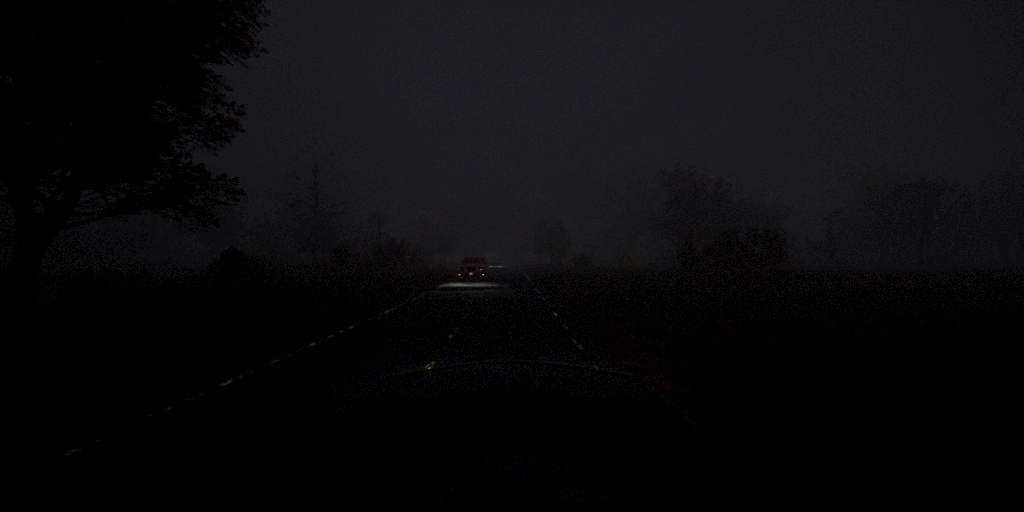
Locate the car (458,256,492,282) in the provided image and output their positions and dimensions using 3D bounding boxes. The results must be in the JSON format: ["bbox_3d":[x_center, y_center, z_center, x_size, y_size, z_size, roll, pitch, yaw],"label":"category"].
[{"bbox_3d":[-3.110,0.986,29.929,2.150,2.045,5.566,0,0,0],"label":"car"}]
